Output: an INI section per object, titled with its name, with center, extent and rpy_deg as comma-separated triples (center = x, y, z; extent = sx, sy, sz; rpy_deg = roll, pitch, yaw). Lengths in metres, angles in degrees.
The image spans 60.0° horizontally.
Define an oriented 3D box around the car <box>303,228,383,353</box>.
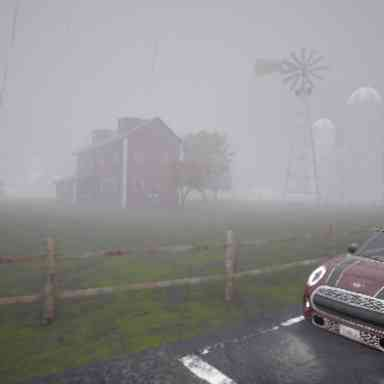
[car]
center = 4.091, 1.425, 6.000
extent = 4.553, 1.767, 2.097
rpy_deg = 1, 0, -35
